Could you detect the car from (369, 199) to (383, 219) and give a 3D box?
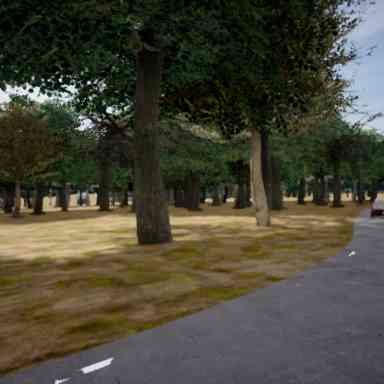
[{"bbox_3d":[15.959,1.362,27.725,1.882,1.535,5.008,0,0,29],"label":"car"}]
